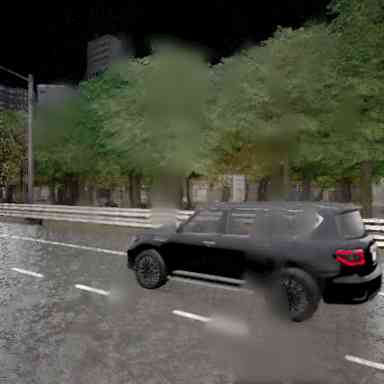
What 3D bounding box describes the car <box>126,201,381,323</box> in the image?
[{"bbox_3d":[1.031,1.222,7.432,5.566,2.045,2.150,0,0,35],"label":"car"}]
